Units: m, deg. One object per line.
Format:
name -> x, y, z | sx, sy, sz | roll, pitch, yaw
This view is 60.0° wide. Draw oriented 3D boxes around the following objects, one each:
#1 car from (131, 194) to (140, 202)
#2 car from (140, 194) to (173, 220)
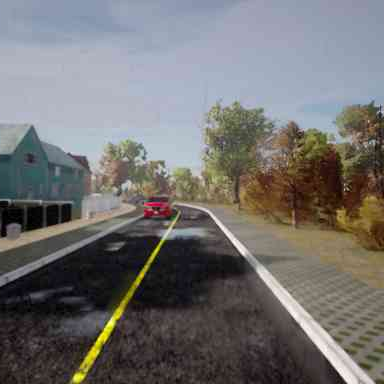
car -> -10.708, 1.162, 67.845 | 2.097, 1.767, 4.553 | 0, 1, -34
car -> -2.850, 1.276, 29.100 | 2.150, 2.045, 5.566 | 0, 0, 0
